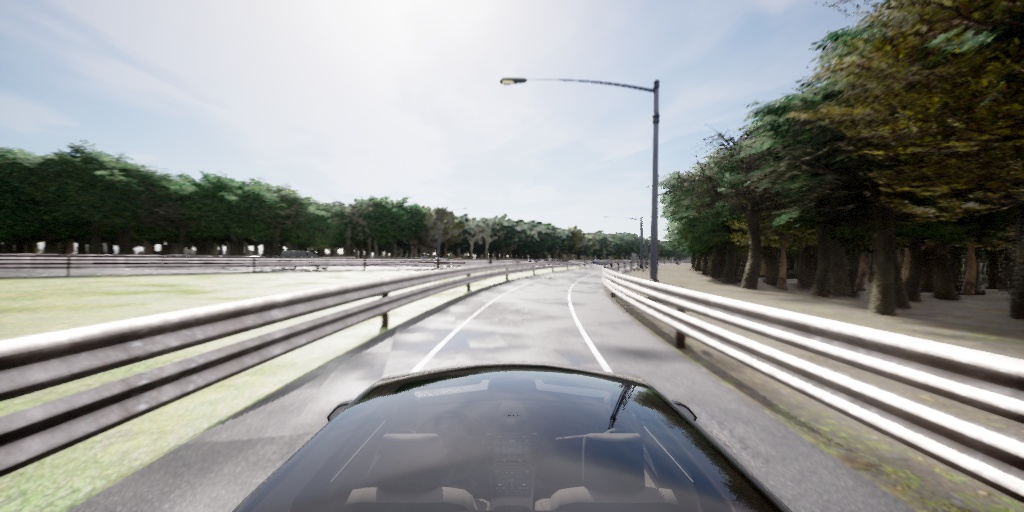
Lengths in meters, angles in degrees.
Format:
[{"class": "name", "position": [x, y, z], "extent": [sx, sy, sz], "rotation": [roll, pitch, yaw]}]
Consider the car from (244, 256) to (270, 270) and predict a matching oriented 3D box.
[{"class": "car", "position": [-26.944, 0.753, 40.339], "extent": [2.033, 1.411, 5.357], "rotation": [1, 0, 39]}]

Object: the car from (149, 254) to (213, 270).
[{"class": "car", "position": [-34.066, 0.574, 37.097], "extent": [2.128, 1.511, 4.902], "rotation": [1, 0, 39]}]

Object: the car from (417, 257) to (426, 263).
[{"class": "car", "position": [-14.025, 0.880, 61.912], "extent": [2.097, 1.767, 4.553], "rotation": [1, 0, 39]}]

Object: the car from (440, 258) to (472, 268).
[{"class": "car", "position": [-8.521, 1.069, 57.600], "extent": [1.882, 1.535, 5.008], "rotation": [1, 0, 39]}]

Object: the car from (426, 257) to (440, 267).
[{"class": "car", "position": [-11.275, 1.038, 59.757], "extent": [1.882, 1.535, 5.008], "rotation": [1, 0, 39]}]

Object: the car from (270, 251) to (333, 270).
[{"class": "car", "position": [-22.943, 0.480, 39.723], "extent": [2.150, 2.045, 5.566], "rotation": [1, 0, 39]}]
